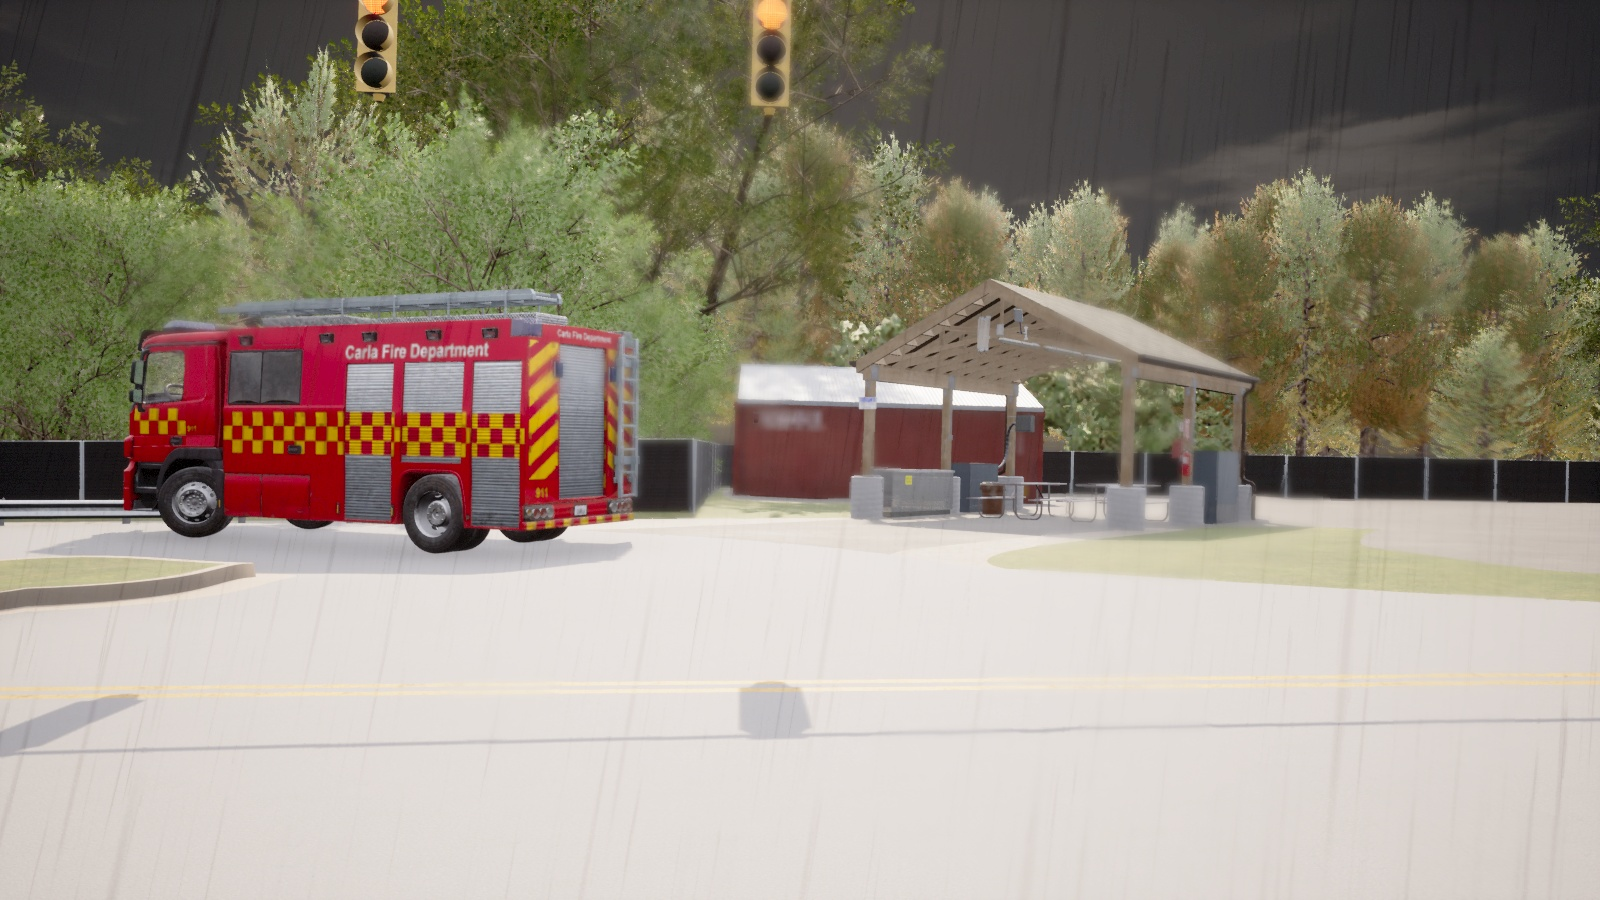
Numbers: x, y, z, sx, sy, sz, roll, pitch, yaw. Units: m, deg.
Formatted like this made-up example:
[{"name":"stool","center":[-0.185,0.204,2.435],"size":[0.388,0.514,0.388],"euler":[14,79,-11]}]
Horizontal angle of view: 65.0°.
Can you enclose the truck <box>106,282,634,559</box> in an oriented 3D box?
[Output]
[{"name":"truck","center":[-7.110,-0.474,20.462],"size":[8.468,3.827,2.891],"euler":[1,1,25]}]
